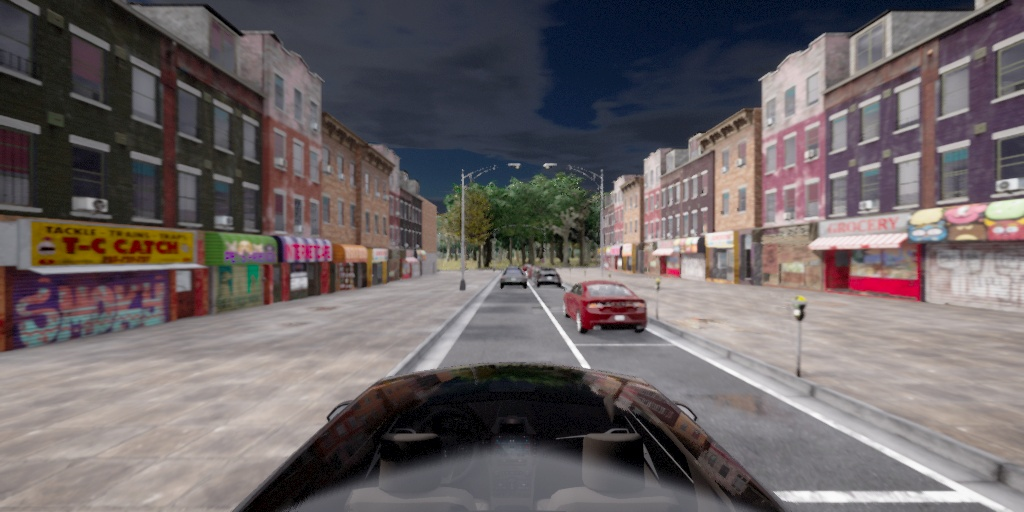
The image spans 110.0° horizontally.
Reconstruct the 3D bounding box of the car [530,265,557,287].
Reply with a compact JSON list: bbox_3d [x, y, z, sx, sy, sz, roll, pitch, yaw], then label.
[{"bbox_3d":[2.645,1.611,27.196,1.948,1.339,4.313,0,0,0],"label":"car"}]

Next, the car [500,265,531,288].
[{"bbox_3d":[0.107,1.603,26.745,1.994,1.385,4.181,0,-1,0],"label":"car"}]

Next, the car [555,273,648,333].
[{"bbox_3d":[2.640,1.399,10.978,1.888,1.381,4.507,0,0,0],"label":"car"}]

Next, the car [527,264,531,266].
[{"bbox_3d":[2.647,1.662,32.602,2.007,1.370,4.403,0,0,0],"label":"car"}]
